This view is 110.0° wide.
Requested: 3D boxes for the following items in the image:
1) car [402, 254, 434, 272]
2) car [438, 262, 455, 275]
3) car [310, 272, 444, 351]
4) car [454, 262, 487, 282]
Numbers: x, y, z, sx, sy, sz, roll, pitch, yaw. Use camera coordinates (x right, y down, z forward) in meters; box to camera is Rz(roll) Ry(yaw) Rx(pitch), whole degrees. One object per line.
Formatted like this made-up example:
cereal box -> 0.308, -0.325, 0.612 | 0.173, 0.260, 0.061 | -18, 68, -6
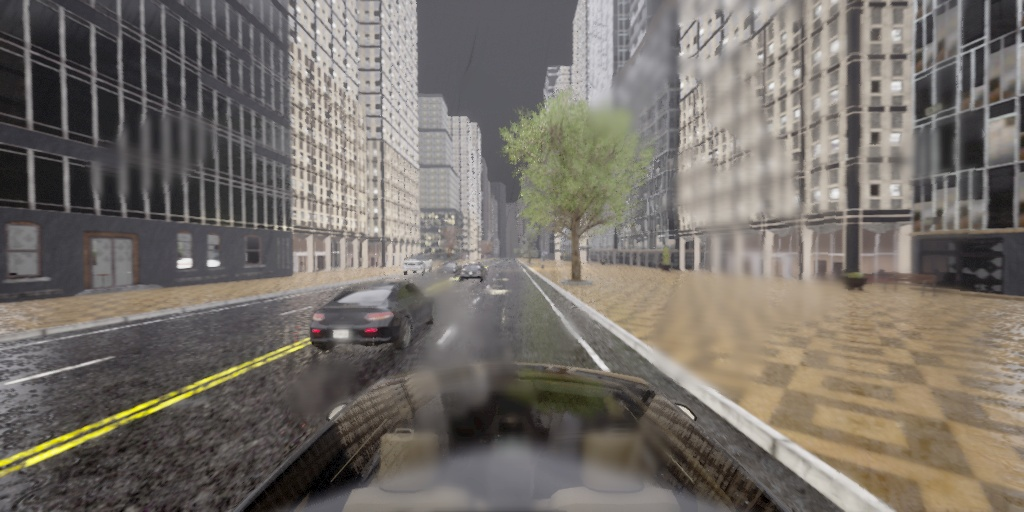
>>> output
car -> -9.682, 0.771, 37.512 | 2.150, 2.045, 5.566 | 0, 0, 0
car -> -6.427, 1.376, 37.538 | 1.812, 1.442, 4.674 | 0, 0, 0
car -> -3.143, 1.300, 8.959 | 1.812, 1.442, 4.674 | 0, 0, 0
car -> -3.097, 1.326, 29.435 | 2.033, 1.411, 5.357 | 0, 0, 0
